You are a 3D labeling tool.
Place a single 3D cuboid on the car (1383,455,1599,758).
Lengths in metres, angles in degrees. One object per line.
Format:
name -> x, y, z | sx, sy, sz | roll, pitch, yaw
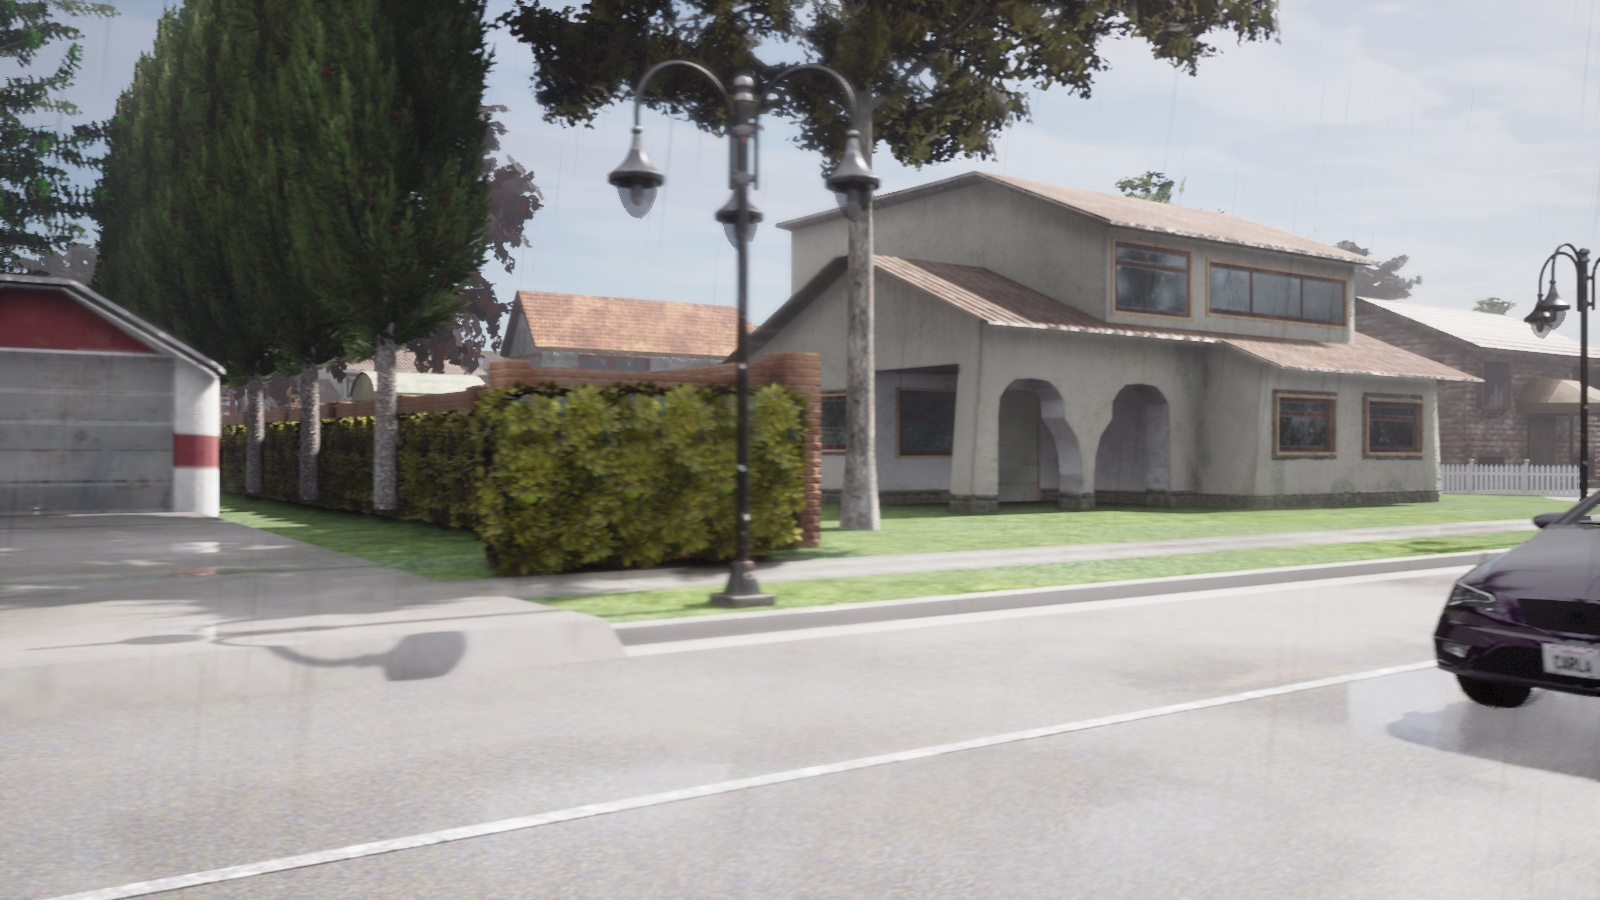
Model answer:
car -> 5.512, 0.765, 7.495 | 4.193, 1.474, 1.816 | 0, 0, -35
